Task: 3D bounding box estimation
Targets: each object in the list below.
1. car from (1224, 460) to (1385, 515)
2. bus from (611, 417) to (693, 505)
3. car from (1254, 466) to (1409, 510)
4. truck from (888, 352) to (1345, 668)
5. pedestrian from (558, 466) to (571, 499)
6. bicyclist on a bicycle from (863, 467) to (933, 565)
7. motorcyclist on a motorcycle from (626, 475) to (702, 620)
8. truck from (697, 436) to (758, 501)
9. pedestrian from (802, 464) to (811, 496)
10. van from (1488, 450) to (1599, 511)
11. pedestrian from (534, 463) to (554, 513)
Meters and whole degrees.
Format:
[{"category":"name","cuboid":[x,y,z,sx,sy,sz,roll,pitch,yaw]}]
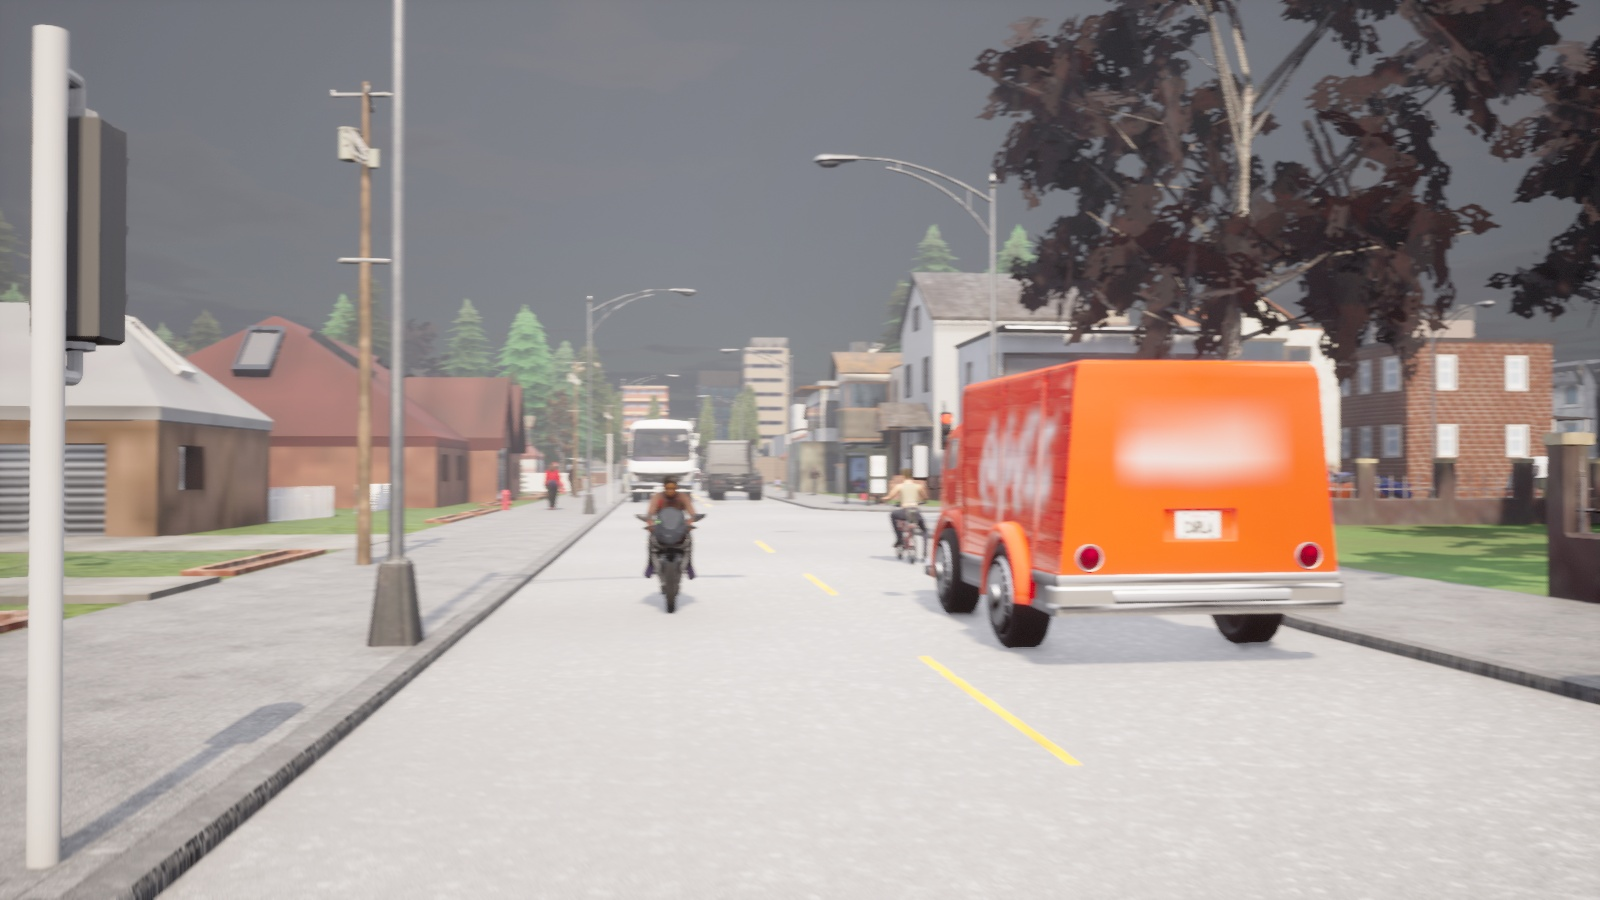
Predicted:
[{"category":"car","cuboid":[16.894,1.232,42.168,4.553,1.767,2.097,0,-1,-9]},{"category":"bus","cuboid":[-7.689,0.634,66.617,3.944,4.253,10.273,0,-1,-5]},{"category":"car","cuboid":[19.711,1.401,46.630,5.008,1.535,1.882,0,-1,-7]},{"category":"truck","cuboid":[2.726,0.512,12.563,2.627,2.467,5.204,0,-1,-8]},{"category":"pedestrian","cuboid":[-13.493,1.863,71.935,0.634,1.844,0.899,0,-1,-6]},{"category":"bicyclist on a bicycle","cuboid":[1.668,1.100,21.525,0.866,1.612,1.509,0,-1,-8]},{"category":"motorcyclist on a motorcycle","cuboid":[-1.569,1.055,14.403,0.797,1.523,2.044,0,-1,-7]},{"category":"truck","cuboid":[-4.224,1.073,71.101,2.891,3.462,7.936,0,-1,-7]},{"category":"pedestrian","cuboid":[0.379,1.784,74.772,0.376,1.854,0.720,0,-1,-15]},{"category":"van","cuboid":[26.503,1.029,43.329,4.480,2.038,2.069,0,-1,-9]},{"category":"pedestrian","cuboid":[-9.603,1.408,47.112,0.634,1.844,0.899,0,-1,-7]}]
